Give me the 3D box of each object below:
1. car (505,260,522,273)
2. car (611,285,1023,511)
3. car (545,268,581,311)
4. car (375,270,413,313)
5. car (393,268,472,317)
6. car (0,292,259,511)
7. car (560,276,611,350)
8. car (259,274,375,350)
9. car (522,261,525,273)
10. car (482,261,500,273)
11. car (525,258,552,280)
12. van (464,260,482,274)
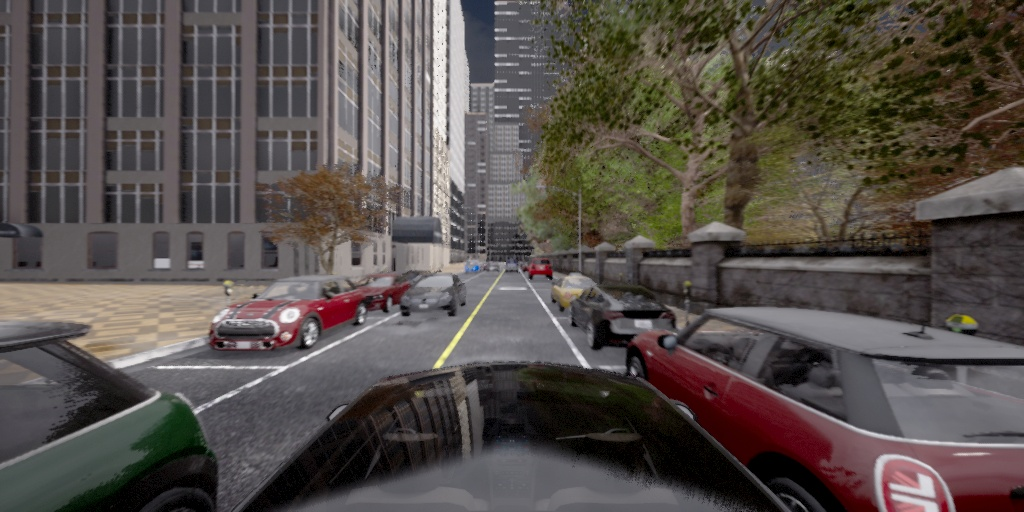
[{"bbox_3d":[0.005,1.714,50.445,2.033,1.411,5.357,0,0,0],"label":"car"},{"bbox_3d":[2.565,1.205,3.532,1.967,1.591,4.097,0,0,0],"label":"car"},{"bbox_3d":[2.565,1.384,14.792,1.751,1.417,4.829,0,0,0],"label":"car"},{"bbox_3d":[-5.316,1.403,14.629,1.888,1.381,4.507,0,0,0],"label":"car"},{"bbox_3d":[-2.826,1.377,13.822,1.812,1.442,4.674,0,0,0],"label":"car"},{"bbox_3d":[-2.846,1.089,0.241,2.097,1.767,4.553,0,0,0],"label":"car"},{"bbox_3d":[2.565,1.378,9.077,1.948,1.339,4.313,0,0,0],"label":"car"},{"bbox_3d":[-5.315,1.251,9.084,1.967,1.591,4.097,0,0,0],"label":"car"},{"bbox_3d":[2.563,1.718,53.438,1.888,1.381,4.507,0,0,0],"label":"car"},{"bbox_3d":[-2.816,1.657,52.527,2.128,1.511,4.902,0,0,0],"label":"car"},{"bbox_3d":[2.749,1.256,35.718,2.150,2.045,5.566,0,0,0],"label":"car"},{"bbox_3d":[-5.317,1.469,47.898,1.690,1.789,3.998,0,0,0],"label":"van"}]
